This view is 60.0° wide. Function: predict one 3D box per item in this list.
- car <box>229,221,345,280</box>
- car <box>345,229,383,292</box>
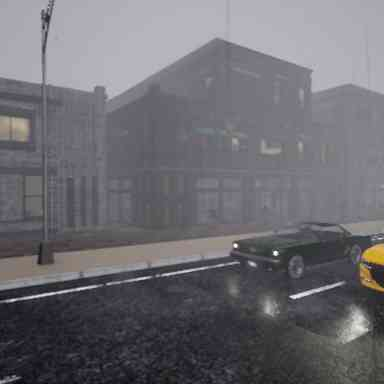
[{"bbox_3d":[3.405,1.602,10.105,4.718,1.301,1.895,0,0,-35],"label":"car"},{"bbox_3d":[5.981,1.478,7.951,5.008,1.535,1.882,0,0,-35],"label":"car"}]
